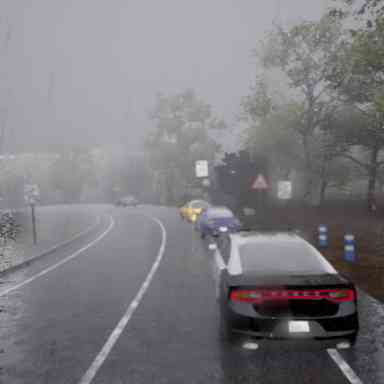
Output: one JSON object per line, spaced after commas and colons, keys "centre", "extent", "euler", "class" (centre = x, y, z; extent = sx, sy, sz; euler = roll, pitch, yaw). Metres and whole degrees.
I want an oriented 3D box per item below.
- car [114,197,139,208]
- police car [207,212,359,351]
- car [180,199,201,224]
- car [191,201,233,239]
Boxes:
{"centre": [-8.912, 1.345, 44.673], "extent": [2.033, 1.411, 5.357], "euler": [-5, 2, -31], "class": "car"}
{"centre": [1.391, 1.444, 6.671], "extent": [1.930, 1.638, 5.238], "euler": [-1, 0, 2], "class": "police car"}
{"centre": [0.327, 1.248, 23.278], "extent": [1.801, 1.575, 5.366], "euler": [-2, 1, -10], "class": "car"}
{"centre": [1.191, 1.414, 16.879], "extent": [1.812, 1.442, 4.674], "euler": [-2, 1, -5], "class": "car"}
